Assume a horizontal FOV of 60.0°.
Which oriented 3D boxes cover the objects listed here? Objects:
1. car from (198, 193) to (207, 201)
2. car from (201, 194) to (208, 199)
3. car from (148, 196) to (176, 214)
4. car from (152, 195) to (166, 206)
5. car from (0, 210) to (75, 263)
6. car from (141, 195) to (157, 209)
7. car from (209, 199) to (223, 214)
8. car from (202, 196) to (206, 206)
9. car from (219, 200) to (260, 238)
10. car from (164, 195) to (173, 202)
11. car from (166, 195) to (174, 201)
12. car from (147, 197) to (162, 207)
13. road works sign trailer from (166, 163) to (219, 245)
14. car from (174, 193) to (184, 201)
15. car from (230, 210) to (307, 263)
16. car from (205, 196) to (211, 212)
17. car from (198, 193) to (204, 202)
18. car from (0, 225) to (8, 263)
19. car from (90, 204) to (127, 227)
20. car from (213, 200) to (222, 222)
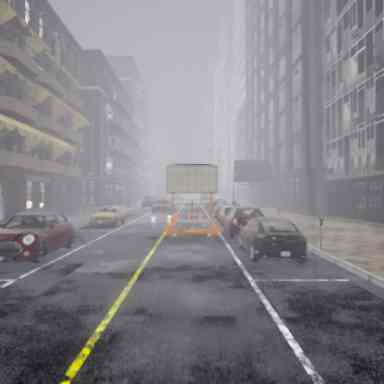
[{"bbox_3d":[2.722,1.283,85.244,2.192,1.841,5.009,1,0,0],"label":"car"},{"bbox_3d":[2.712,1.516,51.506,1.752,1.417,4.829,1,0,0],"label":"car"},{"bbox_3d":[-3.090,1.476,35.135,1.882,1.535,5.008,0,0,0],"label":"car"},{"bbox_3d":[-5.666,1.427,56.989,1.967,1.590,4.097,1,0,0],"label":"car"},{"bbox_3d":[-5.675,1.441,11.777,1.967,1.590,4.097,1,0,0],"label":"car"},{"bbox_3d":[-5.666,1.308,45.687,2.192,1.841,5.009,1,0,0],"label":"car"},{"bbox_3d":[2.706,1.583,28.729,1.802,1.307,4.206,1,0,0],"label":"car"},{"bbox_3d":[2.710,1.559,45.684,1.947,1.339,4.313,1,0,0],"label":"car"},{"bbox_3d":[2.707,1.442,17.427,1.967,1.590,4.097,1,0,0],"label":"car"},{"bbox_3d":[-5.663,1.517,79.597,1.887,1.381,4.507,1,0,0],"label":"car"},{"bbox_3d":[-5.661,1.493,85.077,1.752,1.417,4.829,1,0,0],"label":"car"},{"bbox_3d":[-5.668,1.515,51.169,1.752,1.417,4.829,1,0,0],"label":"car"},{"bbox_3d":[0.003,0.466,15.538,2.380,3.560,2.880,0,0,0],"label":"road works sign trailer"},{"bbox_3d":[-2.985,1.032,76.727,2.150,2.045,5.566,0,0,0],"label":"car"},{"bbox_3d":[2.704,1.552,11.774,2.008,1.369,4.403,1,0,0],"label":"car"},{"bbox_3d":[2.710,1.439,34.380,1.967,1.590,4.097,1,0,0],"label":"car"},{"bbox_3d":[2.720,1.292,73.941,2.192,1.841,5.009,1,0,0],"label":"car"},{"bbox_3d":[-5.678,1.551,6.125,2.008,1.369,4.403,1,0,0],"label":"car"},{"bbox_3d":[-5.674,1.527,22.911,1.752,1.417,4.829,1,0,0],"label":"car"},{"bbox_3d":[2.706,1.527,23.248,1.752,1.417,4.829,1,0,0],"label":"car"}]
